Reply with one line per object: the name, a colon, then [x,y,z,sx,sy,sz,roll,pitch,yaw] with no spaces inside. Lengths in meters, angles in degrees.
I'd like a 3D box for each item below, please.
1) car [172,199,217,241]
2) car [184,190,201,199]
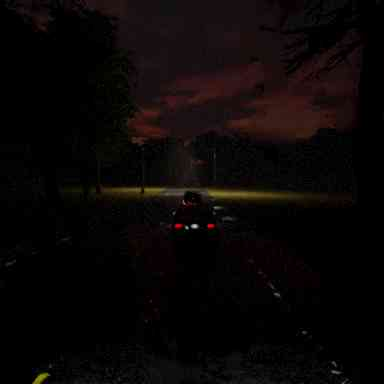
car: [0.094,1.242,14.656,2.033,1.411,5.357,0,1,0]
car: [0.093,0.454,39.006,2.128,1.511,4.902,0,2,0]
